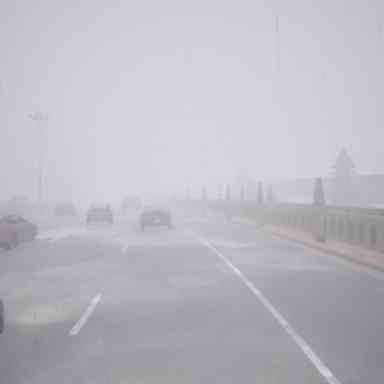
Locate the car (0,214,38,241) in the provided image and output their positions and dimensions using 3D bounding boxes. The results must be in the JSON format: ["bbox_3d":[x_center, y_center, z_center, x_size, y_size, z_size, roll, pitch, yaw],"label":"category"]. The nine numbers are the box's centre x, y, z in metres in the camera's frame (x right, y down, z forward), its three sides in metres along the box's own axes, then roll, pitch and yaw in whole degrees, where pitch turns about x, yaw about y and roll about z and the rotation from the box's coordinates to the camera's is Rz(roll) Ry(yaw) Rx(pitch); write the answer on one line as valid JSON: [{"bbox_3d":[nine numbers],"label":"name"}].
[{"bbox_3d":[-8.244,1.644,14.434,1.994,1.385,4.181,0,0,-9],"label":"car"}]

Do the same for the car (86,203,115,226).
[{"bbox_3d":[-6.790,1.588,24.776,2.128,1.511,4.902,0,0,-13],"label":"car"}]

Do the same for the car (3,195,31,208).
[{"bbox_3d":[-23.328,1.491,45.013,2.150,2.045,5.566,0,0,-15],"label":"car"}]

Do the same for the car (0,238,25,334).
[{"bbox_3d":[-3.617,1.529,2.942,1.837,1.490,4.892,0,0,-1],"label":"car"}]

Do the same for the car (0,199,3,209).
[{"bbox_3d":[-27.730,1.801,47.812,2.128,1.511,4.902,0,0,-15],"label":"car"}]

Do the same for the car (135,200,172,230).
[{"bbox_3d":[-2.560,1.540,22.040,1.882,1.535,5.008,0,0,-12],"label":"car"}]

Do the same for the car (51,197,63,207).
[{"bbox_3d":[-34.148,2.615,84.142,2.150,2.045,5.566,0,-5,-16],"label":"car"}]

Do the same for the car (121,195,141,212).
[{"bbox_3d":[-7.457,1.366,40.851,2.150,2.045,5.566,0,0,-16],"label":"car"}]

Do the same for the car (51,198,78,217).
[{"bbox_3d":[-12.790,1.641,33.852,1.882,1.535,5.008,0,0,-15],"label":"car"}]
